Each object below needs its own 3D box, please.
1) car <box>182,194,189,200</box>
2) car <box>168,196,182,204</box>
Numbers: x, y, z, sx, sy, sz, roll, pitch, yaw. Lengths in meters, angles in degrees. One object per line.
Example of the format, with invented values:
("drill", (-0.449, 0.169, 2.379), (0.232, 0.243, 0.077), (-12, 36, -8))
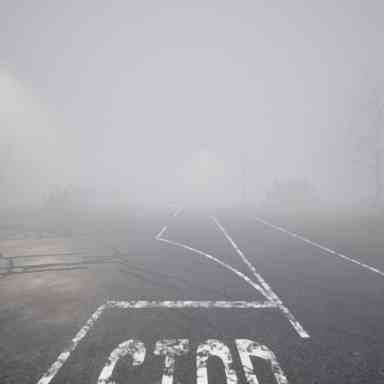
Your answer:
("car", (-1.858, 1.391, 92.262), (2.128, 1.511, 4.902), (0, 0, 8))
("car", (-3.347, 1.543, 59.972), (1.895, 1.301, 4.718), (0, 0, 0))
